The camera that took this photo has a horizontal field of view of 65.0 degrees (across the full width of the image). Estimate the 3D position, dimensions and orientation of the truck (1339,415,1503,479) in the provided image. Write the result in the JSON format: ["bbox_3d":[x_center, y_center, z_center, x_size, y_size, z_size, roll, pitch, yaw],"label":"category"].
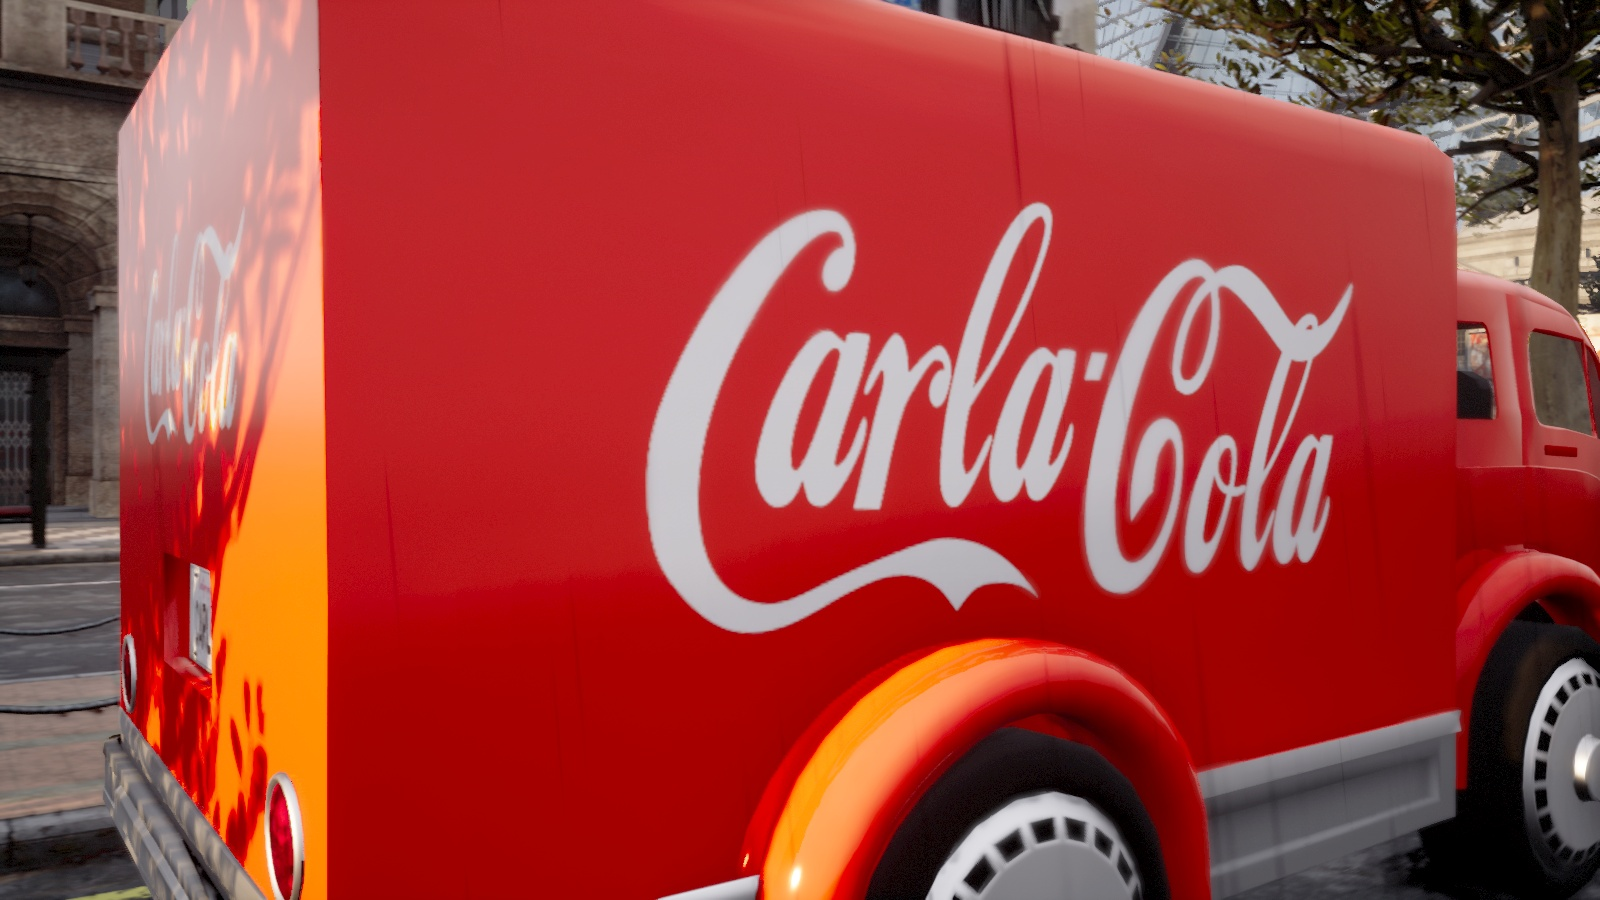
[{"bbox_3d":[35.210,-0.137,71.510,2.891,3.462,7.936,0,0,-35],"label":"truck"}]

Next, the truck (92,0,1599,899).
[{"bbox_3d":[0.757,0.267,4.188,5.204,2.467,2.627,0,0,-35],"label":"truck"}]

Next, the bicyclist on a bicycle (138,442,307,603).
[{"bbox_3d":[-6.147,0.727,13.383,1.509,1.612,0.866,0,0,-35],"label":"bicyclist on a bicycle"}]

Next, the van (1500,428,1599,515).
[{"bbox_3d":[19.673,0.504,31.373,4.480,2.038,2.069,0,0,-35],"label":"van"}]
